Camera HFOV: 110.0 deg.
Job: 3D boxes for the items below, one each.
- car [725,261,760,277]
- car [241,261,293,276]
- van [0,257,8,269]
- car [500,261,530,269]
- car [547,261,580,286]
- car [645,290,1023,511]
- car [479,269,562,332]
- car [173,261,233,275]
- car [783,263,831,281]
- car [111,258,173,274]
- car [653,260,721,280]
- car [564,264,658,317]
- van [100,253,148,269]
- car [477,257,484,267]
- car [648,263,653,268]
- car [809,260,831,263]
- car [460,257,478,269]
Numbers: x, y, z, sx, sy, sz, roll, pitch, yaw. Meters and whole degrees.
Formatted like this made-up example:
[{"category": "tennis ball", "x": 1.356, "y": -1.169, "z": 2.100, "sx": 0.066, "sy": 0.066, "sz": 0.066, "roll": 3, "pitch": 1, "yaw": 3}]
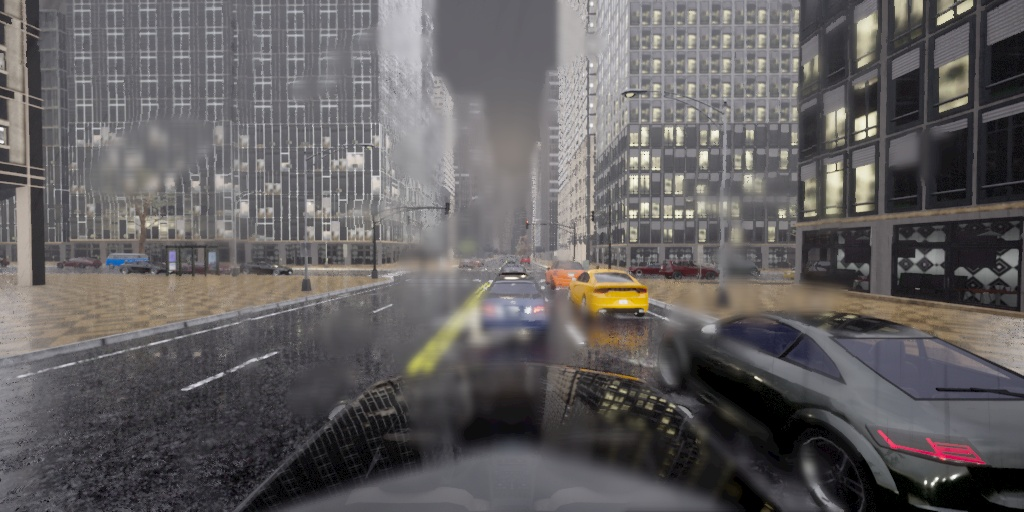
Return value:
[{"category": "car", "x": 23.908, "y": 1.271, "z": 38.544, "sx": 4.553, "sy": 1.767, "sz": 2.097, "roll": 1, "pitch": 1, "yaw": 1}, {"category": "car", "x": -22.789, "y": 1.166, "z": 33.346, "sx": 4.313, "sy": 1.339, "sz": 1.948, "roll": 0, "pitch": 0, "yaw": 1}, {"category": "van", "x": -51.199, "y": 0.679, "z": 33.999, "sx": 3.998, "sy": 1.789, "sz": 1.690, "roll": 0, "pitch": 0, "yaw": 1}, {"category": "car", "x": 0.066, "y": 1.228, "z": 20.530, "sx": 2.128, "sy": 1.511, "sz": 4.902, "roll": 0, "pitch": 0, "yaw": 0}, {"category": "car", "x": 3.313, "y": 1.087, "z": 22.188, "sx": 2.097, "sy": 1.767, "sz": 4.553, "roll": 0, "pitch": 0, "yaw": 0}, {"category": "car", "x": 3.340, "y": 1.313, "z": 4.098, "sx": 1.994, "sy": 1.385, "sz": 4.181, "roll": 0, "pitch": 0, "yaw": 0}, {"category": "car", "x": 0.084, "y": 1.292, "z": 10.778, "sx": 2.033, "sy": 1.411, "sz": 5.357, "roll": 0, "pitch": 0, "yaw": 1}, {"category": "car", "x": -28.473, "y": 1.130, "z": 33.469, "sx": 4.207, "sy": 1.307, "sz": 1.802, "roll": 0, "pitch": 0, "yaw": 1}, {"category": "car", "x": 27.586, "y": 1.570, "z": 32.714, "sx": 4.829, "sy": 1.417, "sz": 1.751, "roll": 0, "pitch": 0, "yaw": 1}, {"category": "car", "x": -34.154, "y": 1.061, "z": 33.632, "sx": 4.313, "sy": 1.339, "sz": 1.948, "roll": 0, "pitch": 0, "yaw": 1}, {"category": "car", "x": 16.137, "y": 1.261, "z": 32.890, "sx": 5.009, "sy": 1.841, "sz": 2.192, "roll": 0, "pitch": 0, "yaw": 1}, {"category": "car", "x": 3.329, "y": 1.220, "z": 13.184, "sx": 1.882, "sy": 1.535, "sz": 5.008, "roll": 0, "pitch": 0, "yaw": 0}, {"category": "van", "x": -45.361, "y": 0.595, "z": 42.272, "sx": 3.998, "sy": 1.789, "sz": 1.690, "roll": 0, "pitch": 0, "yaw": 1}, {"category": "car", "x": -6.675, "y": 1.039, "z": 64.304, "sx": 2.097, "sy": 1.767, "sz": 4.553, "roll": 0, "pitch": 0, "yaw": 0}, {"category": "car", "x": 15.012, "y": 1.441, "z": 38.715, "sx": 4.718, "sy": 1.301, "sz": 1.895, "roll": 1, "pitch": 1, "yaw": 2}, {"category": "car", "x": 32.656, "y": 1.348, "z": 38.404, "sx": 4.553, "sy": 1.767, "sz": 2.097, "roll": 0, "pitch": 1, "yaw": 1}, {"category": "car", "x": -6.687, "y": 1.265, "z": 54.302, "sx": 1.994, "sy": 1.385, "sz": 4.181, "roll": 0, "pitch": 0, "yaw": 0}]
